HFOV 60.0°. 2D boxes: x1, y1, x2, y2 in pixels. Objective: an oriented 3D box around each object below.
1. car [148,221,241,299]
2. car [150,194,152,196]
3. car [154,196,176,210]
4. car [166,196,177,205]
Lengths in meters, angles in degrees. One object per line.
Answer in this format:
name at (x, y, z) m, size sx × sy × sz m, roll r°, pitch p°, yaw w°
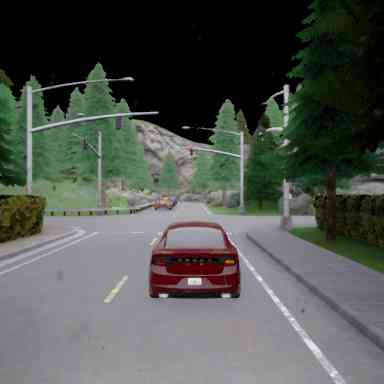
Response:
car at (0.069, 1.478, 8.527) m, size 1.882 × 1.535 × 5.008 m, roll 0°, pitch 0°, yaw 0°
car at (-10.993, 1.355, 79.667) m, size 4.553 × 1.767 × 2.097 m, roll 0°, pitch 0°, yaw 24°
car at (-3.583, 1.352, 42.629) m, size 2.097 × 1.767 × 4.553 m, roll 0°, pitch 0°, yaw 0°
car at (-3.794, 1.477, 61.939) m, size 1.882 × 1.535 × 5.008 m, roll 0°, pitch 0°, yaw -6°
